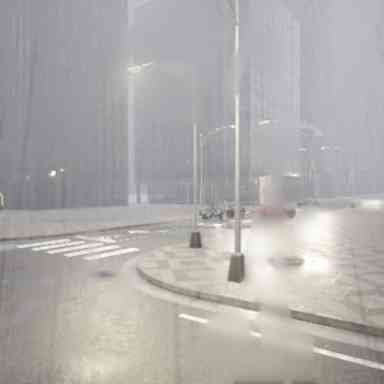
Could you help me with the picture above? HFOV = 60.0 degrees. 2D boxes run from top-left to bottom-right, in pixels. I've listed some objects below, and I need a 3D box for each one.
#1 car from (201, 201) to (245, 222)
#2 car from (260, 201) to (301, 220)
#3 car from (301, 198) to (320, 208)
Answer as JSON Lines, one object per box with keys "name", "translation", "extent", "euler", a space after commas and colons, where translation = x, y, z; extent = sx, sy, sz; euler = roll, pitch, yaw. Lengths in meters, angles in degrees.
{"name": "car", "translation": [2.593, 1.519, 27.051], "extent": [1.837, 1.490, 4.892], "euler": [0, 0, 35]}
{"name": "car", "translation": [7.360, 1.558, 28.185], "extent": [1.994, 1.385, 4.181], "euler": [0, 0, 35]}
{"name": "car", "translation": [16.021, 1.514, 45.800], "extent": [1.895, 1.301, 4.718], "euler": [0, 0, 36]}
